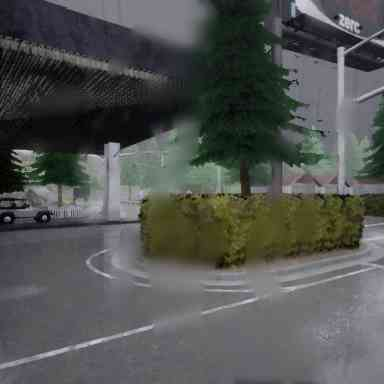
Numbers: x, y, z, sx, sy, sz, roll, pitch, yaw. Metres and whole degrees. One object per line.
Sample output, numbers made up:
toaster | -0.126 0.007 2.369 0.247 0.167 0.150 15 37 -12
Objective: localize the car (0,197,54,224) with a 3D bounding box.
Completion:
car | -11.982 1.313 23.468 3.866 1.878 1.905 0 0 -36
